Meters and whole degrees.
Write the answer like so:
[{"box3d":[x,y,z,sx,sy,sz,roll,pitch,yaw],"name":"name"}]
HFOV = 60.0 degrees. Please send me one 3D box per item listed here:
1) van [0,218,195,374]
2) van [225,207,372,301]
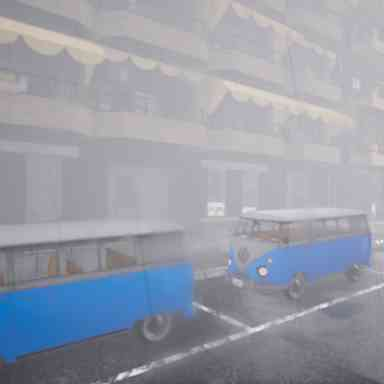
[{"box3d":[-1.858,1.334,4.744,3.998,1.788,1.690,0,2,-35],"name":"van"},{"box3d":[2.645,1.299,7.957,3.998,1.788,1.690,0,2,-35],"name":"van"}]
